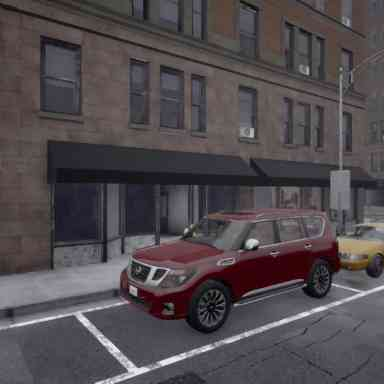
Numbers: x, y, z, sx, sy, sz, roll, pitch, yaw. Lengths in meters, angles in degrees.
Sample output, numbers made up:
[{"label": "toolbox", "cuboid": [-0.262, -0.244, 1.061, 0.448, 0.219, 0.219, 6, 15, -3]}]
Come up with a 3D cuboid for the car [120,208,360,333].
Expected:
[{"label": "car", "cuboid": [1.077, 1.315, 6.963, 5.009, 1.841, 2.192, 0, 0, -35]}]

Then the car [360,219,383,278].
[{"label": "car", "cuboid": [5.564, 1.525, 10.157, 4.829, 1.417, 1.752, 0, 0, -35]}]
